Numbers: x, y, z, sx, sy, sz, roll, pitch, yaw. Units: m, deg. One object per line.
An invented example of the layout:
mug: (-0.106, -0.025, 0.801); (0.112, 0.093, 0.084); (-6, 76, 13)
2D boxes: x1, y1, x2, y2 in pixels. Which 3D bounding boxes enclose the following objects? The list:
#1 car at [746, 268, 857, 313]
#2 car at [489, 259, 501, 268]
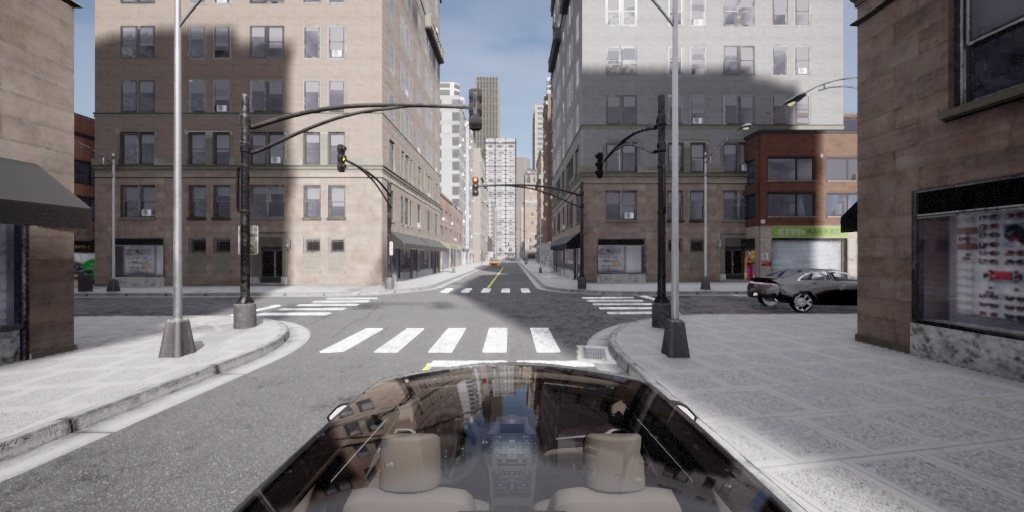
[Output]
car: (11.429, 1.209, 13.264); (4.902, 1.511, 2.128); (0, 0, 0)
car: (-2.993, 1.207, 62.949); (1.882, 1.535, 5.008); (0, 0, 0)
